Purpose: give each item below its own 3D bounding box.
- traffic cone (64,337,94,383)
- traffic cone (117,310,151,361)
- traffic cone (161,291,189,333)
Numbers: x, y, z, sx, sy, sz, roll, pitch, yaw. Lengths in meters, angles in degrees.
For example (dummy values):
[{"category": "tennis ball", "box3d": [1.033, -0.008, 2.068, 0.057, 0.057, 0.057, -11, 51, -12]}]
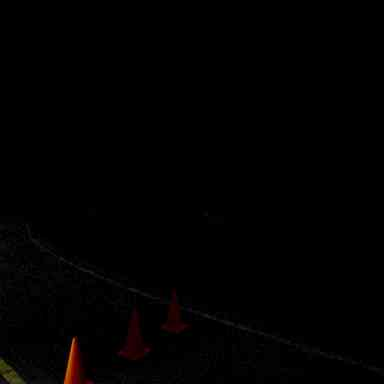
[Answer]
[{"category": "traffic cone", "box3d": [-1.321, 1.945, 3.766, 0.340, 0.580, 0.340, 1, 1, 31]}, {"category": "traffic cone", "box3d": [-0.802, 1.938, 4.617, 0.340, 0.580, 0.340, 1, 1, 31]}, {"category": "traffic cone", "box3d": [-0.283, 1.932, 5.467, 0.340, 0.580, 0.340, 1, 1, 31]}]
